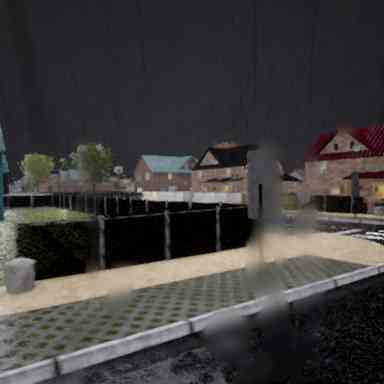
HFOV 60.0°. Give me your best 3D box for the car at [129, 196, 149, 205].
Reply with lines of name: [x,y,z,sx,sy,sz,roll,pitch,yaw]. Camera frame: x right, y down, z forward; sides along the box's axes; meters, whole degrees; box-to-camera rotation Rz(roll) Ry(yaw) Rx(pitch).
car: [-5.396,1.108,33.889,1.994,1.385,4.181,-1,1,-36]
